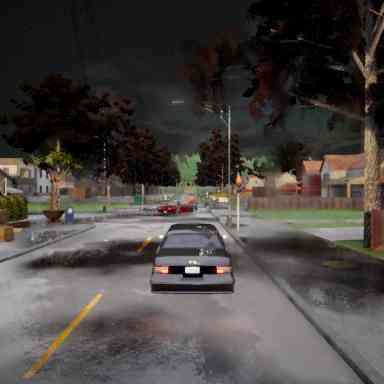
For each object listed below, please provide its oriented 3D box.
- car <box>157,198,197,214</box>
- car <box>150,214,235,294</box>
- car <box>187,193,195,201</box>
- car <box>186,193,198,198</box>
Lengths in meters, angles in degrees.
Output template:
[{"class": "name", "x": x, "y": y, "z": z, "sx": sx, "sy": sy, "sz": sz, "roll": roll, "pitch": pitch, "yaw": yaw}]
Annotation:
[{"class": "car", "x": -1.397, "y": 1.601, "z": 33.467, "sx": 1.895, "sy": 1.301, "sz": 4.718, "roll": 0, "pitch": 0, "yaw": 33}, {"class": "car", "x": 0.022, "y": 1.547, "z": 8.914, "sx": 2.033, "sy": 1.411, "sz": 5.357, "roll": 0, "pitch": 0, "yaw": 0}, {"class": "car", "x": -0.197, "y": 1.225, "z": 87.143, "sx": 2.150, "sy": 2.045, "sz": 5.566, "roll": 0, "pitch": 0, "yaw": 0}, {"class": "car", "x": -0.044, "y": 1.352, "z": 62.610, "sx": 2.097, "sy": 1.767, "sz": 4.553, "roll": 0, "pitch": 0, "yaw": 0}]
